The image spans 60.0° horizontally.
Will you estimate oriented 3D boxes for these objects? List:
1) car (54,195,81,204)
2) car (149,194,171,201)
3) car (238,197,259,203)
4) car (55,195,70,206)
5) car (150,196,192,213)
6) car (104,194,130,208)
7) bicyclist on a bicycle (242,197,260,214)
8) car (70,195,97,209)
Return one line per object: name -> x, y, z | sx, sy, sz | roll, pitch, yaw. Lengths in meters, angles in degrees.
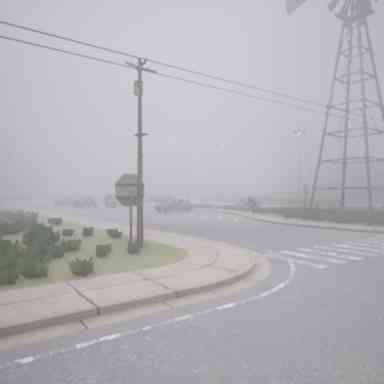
car -> -24.784, 1.439, 66.231 | 4.611, 1.667, 2.242 | 0, 0, -36
car -> -5.806, 1.237, 62.774 | 4.605, 1.855, 1.932 | 0, 0, -36
car -> 7.641, 1.446, 44.759 | 3.905, 1.438, 1.784 | 0, 0, -36
car -> -20.758, 1.460, 53.742 | 2.128, 1.511, 4.902 | 0, 0, -37
car -> -2.025, 1.461, 36.185 | 4.193, 1.474, 1.816 | 0, 0, -36
car -> -10.461, 1.271, 46.717 | 3.866, 1.878, 1.905 | 0, 0, -36
bicyclist on a bicycle -> 5.423, 1.249, 30.589 | 1.656, 1.620, 0.582 | 0, 0, -2
car -> -14.749, 1.319, 45.736 | 2.097, 1.767, 4.553 | 0, 0, -36
